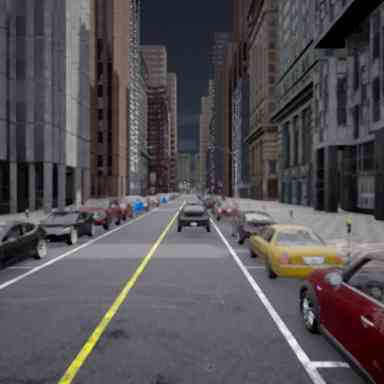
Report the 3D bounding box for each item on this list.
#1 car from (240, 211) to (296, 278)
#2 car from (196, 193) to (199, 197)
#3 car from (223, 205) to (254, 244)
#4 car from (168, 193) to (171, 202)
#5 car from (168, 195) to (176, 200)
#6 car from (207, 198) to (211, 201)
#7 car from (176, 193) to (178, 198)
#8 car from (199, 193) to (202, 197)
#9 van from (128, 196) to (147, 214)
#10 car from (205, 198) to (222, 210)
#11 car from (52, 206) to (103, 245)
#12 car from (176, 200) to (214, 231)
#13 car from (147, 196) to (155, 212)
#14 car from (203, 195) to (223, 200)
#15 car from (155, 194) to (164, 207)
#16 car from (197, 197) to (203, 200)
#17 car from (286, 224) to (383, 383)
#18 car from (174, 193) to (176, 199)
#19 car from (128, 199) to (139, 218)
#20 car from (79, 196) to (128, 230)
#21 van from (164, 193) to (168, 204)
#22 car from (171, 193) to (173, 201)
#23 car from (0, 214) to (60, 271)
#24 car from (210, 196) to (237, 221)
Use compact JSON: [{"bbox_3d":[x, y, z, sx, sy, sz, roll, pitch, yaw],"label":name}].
[{"bbox_3d":[2.761,1.509,9.866,1.752,1.417,4.829,0,0,0],"label":"car"},{"bbox_3d":[2.773,1.455,88.604,1.802,1.307,4.206,0,0,0],"label":"car"},{"bbox_3d":[2.762,1.526,15.332,2.008,1.369,4.403,0,0,0],"label":"car"},{"bbox_3d":[-5.755,1.425,65.883,1.752,1.417,4.829,0,0,0],"label":"car"},{"bbox_3d":[-5.751,1.434,94.236,1.947,1.339,4.313,0,0,0],"label":"car"},{"bbox_3d":[2.765,1.515,32.241,1.947,1.339,4.313,0,0,0],"label":"car"},{"bbox_3d":[-5.753,1.189,88.599,2.192,1.841,5.009,0,0,0],"label":"car"},{"bbox_3d":[2.769,1.346,60.422,1.967,1.590,4.097,0,0,0],"label":"car"},{"bbox_3d":[-5.761,1.291,32.233,1.690,1.788,3.998,0,0,0],"label":"van"},{"bbox_3d":[2.766,1.477,43.514,1.887,1.381,4.507,0,0,0],"label":"car"},{"bbox_3d":[-5.763,1.542,15.323,1.947,1.339,4.313,0,0,0],"label":"car"},{"bbox_3d":[0.103,1.473,20.263,1.837,1.490,4.892,0,0,0],"label":"car"},{"bbox_3d":[-5.760,1.381,37.870,1.967,1.590,4.097,0,0,0],"label":"car"},{"bbox_3d":[2.765,1.256,37.877,2.192,1.841,5.009,0,0,0],"label":"car"},{"bbox_3d":[-5.758,1.364,49.143,1.967,1.590,4.097,0,0,0],"label":"car"},{"bbox_3d":[0.106,1.541,38.498,1.895,1.301,4.718,0,0,0],"label":"car"},{"bbox_3d":[2.760,1.433,4.059,1.967,1.590,4.097,0,0,0],"label":"car"},{"bbox_3d":[-5.753,1.320,82.962,1.967,1.590,4.097,0,0,0],"label":"car"},{"bbox_3d":[-5.761,1.503,26.596,1.887,1.381,4.507,0,0,0],"label":"car"},{"bbox_3d":[-5.763,1.282,20.959,2.192,1.841,5.009,0,0,0],"label":"car"},{"bbox_3d":[-5.757,1.248,60.416,1.690,1.788,3.998,0,0,0],"label":"van"},{"bbox_3d":[-5.754,1.443,71.689,2.008,1.369,4.403,0,0,0],"label":"car"},{"bbox_3d":[-5.764,1.551,9.686,1.947,1.339,4.313,0,0,0],"label":"car"},{"bbox_3d":[2.763,1.398,26.604,1.967,1.590,4.097,0,0,0],"label":"car"}]
